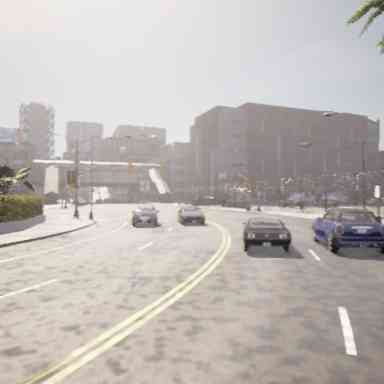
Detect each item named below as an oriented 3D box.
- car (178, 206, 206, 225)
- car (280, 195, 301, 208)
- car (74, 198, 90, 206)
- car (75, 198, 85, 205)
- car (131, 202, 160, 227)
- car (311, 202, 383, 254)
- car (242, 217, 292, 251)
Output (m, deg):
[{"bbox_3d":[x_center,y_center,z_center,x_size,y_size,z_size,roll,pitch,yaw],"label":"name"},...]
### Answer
[{"bbox_3d":[-0.139,1.842,27.126,2.033,1.411,5.357,0,-1,-7],"label":"car"},{"bbox_3d":[16.825,1.839,56.839,2.185,1.767,4.553,0,-1,-22],"label":"car"},{"bbox_3d":[-24.953,2.338,75.565,2.097,1.535,5.008,0,-1,-22],"label":"car"},{"bbox_3d":[-27.457,2.281,81.485,2.185,1.767,4.553,0,-1,-22],"label":"car"},{"bbox_3d":[-3.534,1.776,25.584,2.128,1.511,4.902,0,-1,-5],"label":"car"},{"bbox_3d":[6.660,1.498,14.536,2.097,1.767,4.553,0,-1,8],"label":"car"},{"bbox_3d":[3.216,1.759,15.033,1.895,1.301,4.718,0,-1,8],"label":"car"}]
